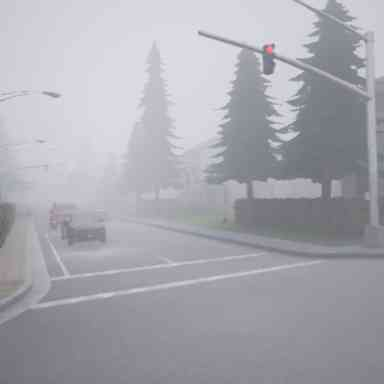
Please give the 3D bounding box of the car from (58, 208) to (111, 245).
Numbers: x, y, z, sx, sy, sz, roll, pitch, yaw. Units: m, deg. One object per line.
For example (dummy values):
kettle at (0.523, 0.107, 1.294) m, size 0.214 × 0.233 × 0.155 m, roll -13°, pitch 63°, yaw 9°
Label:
car at (-6.116, 1.932, 18.595) m, size 1.882 × 1.535 × 5.008 m, roll -1°, pitch -1°, yaw -26°

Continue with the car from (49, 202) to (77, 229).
car at (-10.778, 1.920, 28.101) m, size 2.150 × 2.045 × 5.566 m, roll -1°, pitch -1°, yaw -26°

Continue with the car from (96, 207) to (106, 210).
car at (-9.575, 2.297, 33.997) m, size 1.812 × 1.442 × 4.674 m, roll -1°, pitch -1°, yaw -26°
